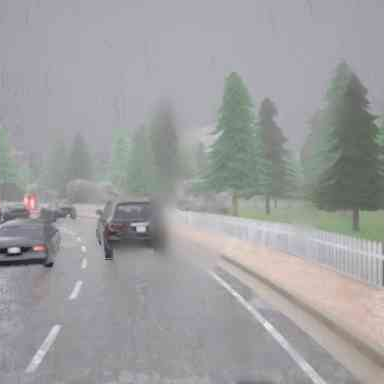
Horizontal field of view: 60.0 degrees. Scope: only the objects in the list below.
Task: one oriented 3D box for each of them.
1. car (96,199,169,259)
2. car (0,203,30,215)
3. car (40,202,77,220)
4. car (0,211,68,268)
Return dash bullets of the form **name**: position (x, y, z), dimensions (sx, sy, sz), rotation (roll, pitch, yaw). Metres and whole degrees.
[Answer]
- **car**: position (-2.485, 1.276, 13.122), dimensions (2.150, 2.045, 5.566), rotation (0, 0, -19)
- **car**: position (-14.395, 1.676, 26.556), dimensions (1.837, 1.490, 4.892), rotation (0, 0, -42)
- **car**: position (-11.558, 1.662, 28.614), dimensions (1.837, 1.490, 4.892), rotation (0, 0, -42)
- **car**: position (-5.526, 1.616, 11.268), dimensions (2.033, 1.411, 5.357), rotation (0, 0, -18)
